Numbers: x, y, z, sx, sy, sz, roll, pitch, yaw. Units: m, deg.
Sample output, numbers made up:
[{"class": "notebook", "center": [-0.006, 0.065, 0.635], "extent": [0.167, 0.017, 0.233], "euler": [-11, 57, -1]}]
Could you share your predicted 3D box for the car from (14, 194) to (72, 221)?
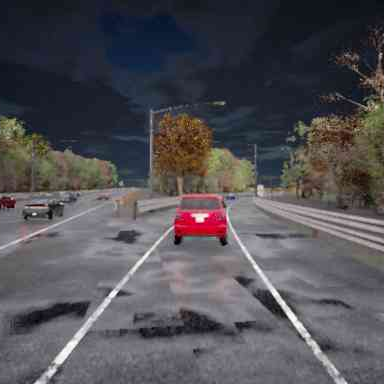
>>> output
[{"class": "car", "center": [-10.327, 1.170, 23.463], "extent": [2.128, 1.511, 4.902], "euler": [0, 1, -8]}]

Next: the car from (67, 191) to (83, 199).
[{"class": "car", "center": [-24.161, 0.657, 68.715], "extent": [2.128, 1.511, 4.902], "euler": [0, 1, -8]}]

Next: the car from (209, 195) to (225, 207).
[{"class": "car", "center": [3.557, 1.240, 46.545], "extent": [1.882, 1.535, 5.008], "euler": [0, 0, 8]}]

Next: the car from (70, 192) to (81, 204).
[{"class": "car", "center": [-17.140, 0.961, 45.669], "extent": [2.033, 1.411, 5.357], "euler": [0, 1, -8]}]

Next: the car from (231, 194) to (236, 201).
[{"class": "car", "center": [8.684, 1.090, 73.629], "extent": [1.882, 1.535, 5.008], "euler": [0, 0, 14]}]

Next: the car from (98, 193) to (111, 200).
[{"class": "car", "center": [-15.789, 0.863, 60.539], "extent": [1.895, 1.301, 4.718], "euler": [0, 1, -8]}]

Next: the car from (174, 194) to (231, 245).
[{"class": "car", "center": [0.439, 1.128, 15.243], "extent": [2.150, 2.045, 5.566], "euler": [0, 0, 3]}]

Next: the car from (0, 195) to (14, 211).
[{"class": "car", "center": [-18.696, 1.024, 32.252], "extent": [1.882, 1.535, 5.008], "euler": [0, 1, -8]}]
